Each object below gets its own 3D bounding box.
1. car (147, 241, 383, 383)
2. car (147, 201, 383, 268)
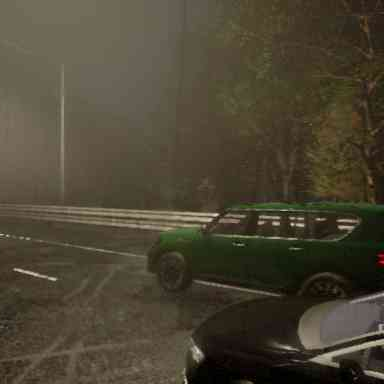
[{"bbox_3d":[2.161,1.492,2.460,4.902,1.511,2.128,0,0,35],"label":"car"},{"bbox_3d":[1.578,1.225,7.175,5.566,2.045,2.150,0,0,36],"label":"car"}]
